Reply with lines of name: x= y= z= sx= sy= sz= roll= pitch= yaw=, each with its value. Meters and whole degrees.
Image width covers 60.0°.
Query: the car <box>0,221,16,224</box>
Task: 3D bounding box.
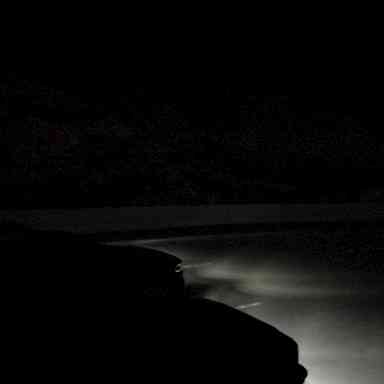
car: x=-5.188 y=1.470 z=8.680 sx=5.357 sy=1.411 sz=2.033 roll=0 pitch=0 yaw=-34

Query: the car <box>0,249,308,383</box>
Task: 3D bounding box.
car: x=-1.487 y=1.523 z=2.648 sx=5.357 sy=1.411 sz=2.033 roll=0 pitch=0 yaw=-33

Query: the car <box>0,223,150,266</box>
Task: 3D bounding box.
car: x=-2.482 y=1.428 z=5.920 sx=5.008 sy=1.535 sz=1.882 roll=0 pitch=0 yaw=-33
